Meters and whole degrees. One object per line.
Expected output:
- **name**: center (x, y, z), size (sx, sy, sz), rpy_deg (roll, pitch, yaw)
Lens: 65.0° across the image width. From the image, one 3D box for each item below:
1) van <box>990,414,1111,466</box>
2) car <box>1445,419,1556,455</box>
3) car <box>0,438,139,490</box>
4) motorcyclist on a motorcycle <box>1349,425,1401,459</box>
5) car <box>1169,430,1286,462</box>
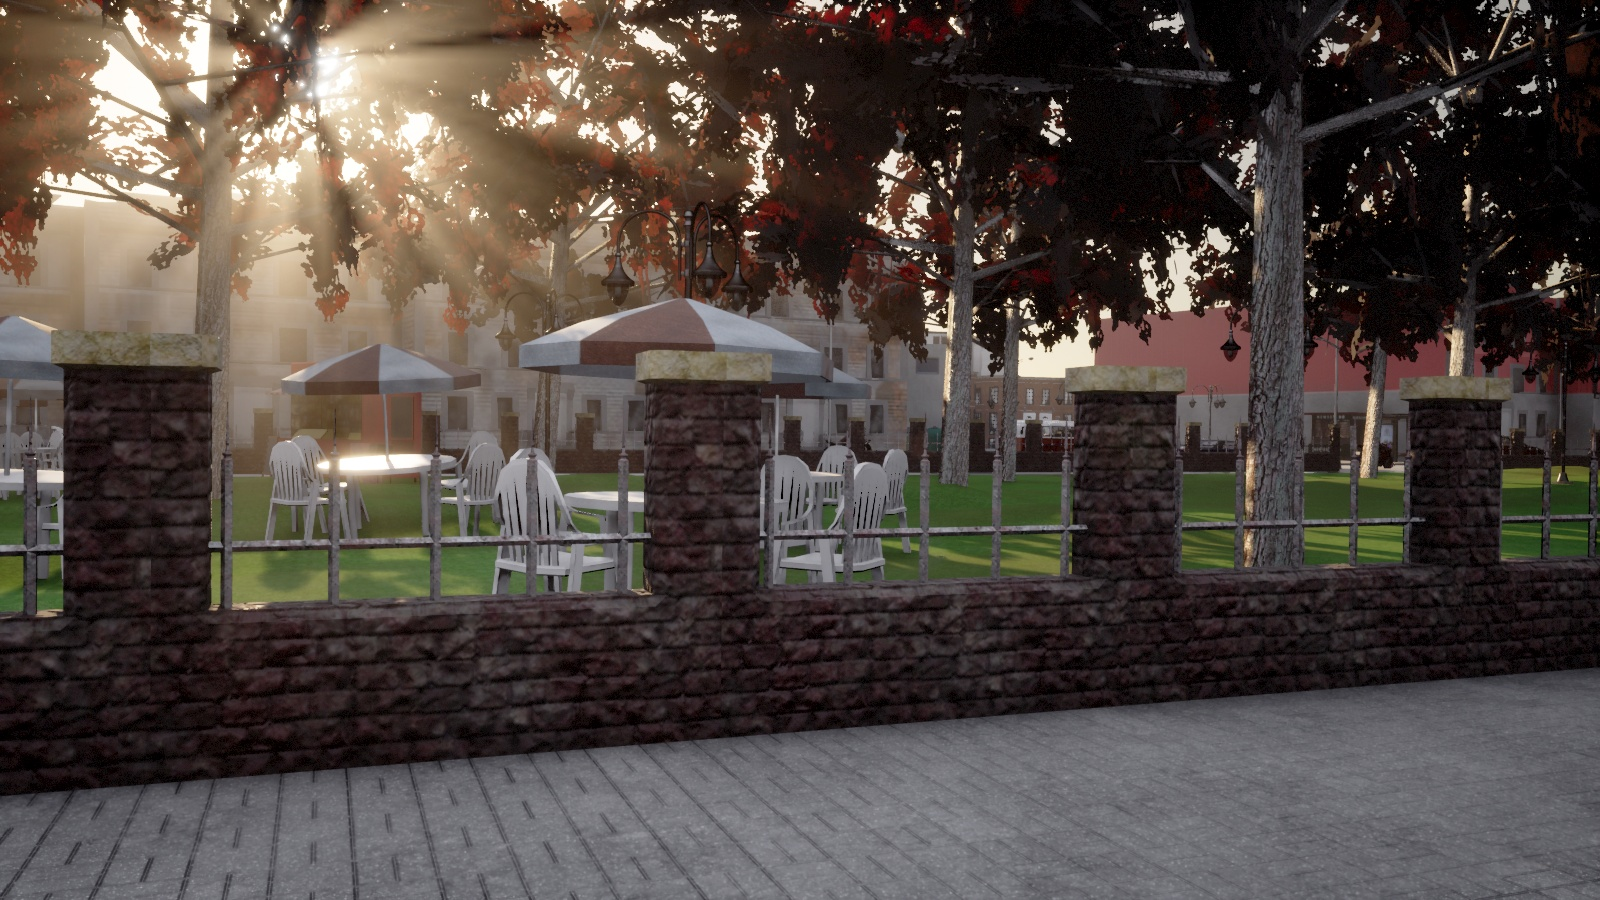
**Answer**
- **van**: center (10.345, -0.434, 51.868), size (4.480, 2.038, 2.069), rpy_deg (-1, 1, -21)
- **car**: center (33.939, -0.628, 60.842), size (4.856, 1.649, 2.033), rpy_deg (-1, 1, -21)
- **car**: center (-23.401, 0.416, 39.039), size (4.792, 1.488, 2.163), rpy_deg (-1, 1, -21)
- **motorcyclist on a motorcycle**: center (26.584, -0.399, 58.048), size (2.191, 1.530, 0.866), rpy_deg (-1, 1, -21)
- **car**: center (18.735, -0.200, 55.066), size (4.718, 1.301, 1.895), rpy_deg (-1, 1, -21)
